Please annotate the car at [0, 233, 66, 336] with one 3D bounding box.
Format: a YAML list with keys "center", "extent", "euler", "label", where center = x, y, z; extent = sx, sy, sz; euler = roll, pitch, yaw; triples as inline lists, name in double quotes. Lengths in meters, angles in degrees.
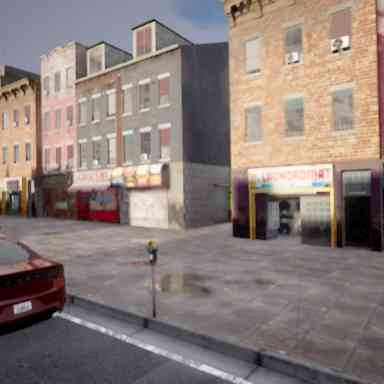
- center: [-4.378, 1.462, 6.115]
  extent: [5.008, 1.535, 1.882]
  euler: [0, 0, 36]
  label: "car"
